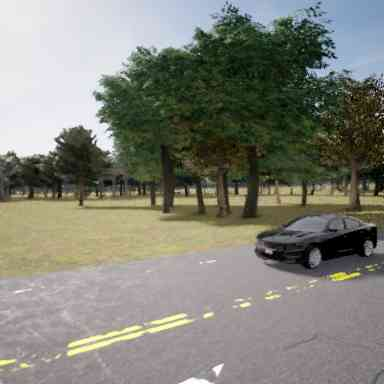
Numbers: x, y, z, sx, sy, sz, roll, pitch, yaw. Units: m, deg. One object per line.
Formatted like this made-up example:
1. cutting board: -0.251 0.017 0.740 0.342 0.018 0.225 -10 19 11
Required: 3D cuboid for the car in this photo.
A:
1. car: 4.295 1.480 11.230 5.008 1.535 1.882 0 0 -35
